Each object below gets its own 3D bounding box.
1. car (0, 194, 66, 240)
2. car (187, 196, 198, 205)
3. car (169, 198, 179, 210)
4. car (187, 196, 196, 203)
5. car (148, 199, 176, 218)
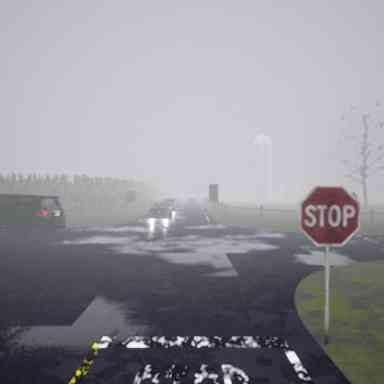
[{"bbox_3d":[-9.014,1.107,16.428,5.566,2.045,2.150,1,0,14],"label":"car"},{"bbox_3d":[0.043,1.628,61.494,2.033,1.411,5.357,0,0,0],"label":"car"},{"bbox_3d":[-2.880,1.567,40.795,1.812,1.442,4.674,0,0,0],"label":"car"},{"bbox_3d":[-0.072,1.629,71.943,1.812,1.442,4.674,0,0,0],"label":"car"},{"bbox_3d":[-2.864,1.591,30.825,1.994,1.385,4.181,0,0,0],"label":"car"}]
